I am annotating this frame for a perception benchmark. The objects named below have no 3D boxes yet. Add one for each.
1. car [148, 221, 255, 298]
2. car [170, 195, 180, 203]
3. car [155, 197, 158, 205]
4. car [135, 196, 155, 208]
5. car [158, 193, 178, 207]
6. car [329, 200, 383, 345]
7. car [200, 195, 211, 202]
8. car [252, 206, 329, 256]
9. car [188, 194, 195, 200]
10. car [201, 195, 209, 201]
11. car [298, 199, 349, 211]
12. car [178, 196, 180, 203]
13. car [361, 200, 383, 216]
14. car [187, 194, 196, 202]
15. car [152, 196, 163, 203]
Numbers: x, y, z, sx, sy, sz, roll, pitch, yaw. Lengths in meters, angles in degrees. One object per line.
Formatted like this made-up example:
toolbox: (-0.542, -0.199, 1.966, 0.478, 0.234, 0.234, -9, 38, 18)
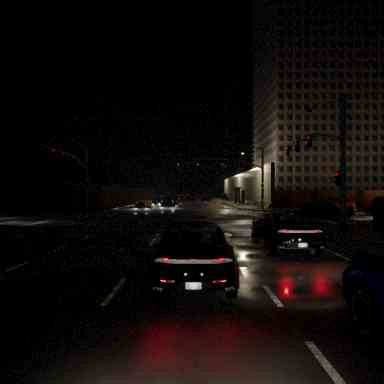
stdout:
car: (0.046, 1.492, 8.470, 2.128, 1.511, 4.902, 0, 0, 0)
car: (-3.587, 1.478, 71.097, 1.882, 1.535, 5.008, 0, 0, 0)
car: (-7.151, 1.478, 58.566, 1.882, 1.535, 5.008, 0, 0, 0)
car: (-7.151, 1.478, 49.244, 1.882, 1.535, 5.008, 0, 0, 0)
car: (-3.649, 1.352, 51.359, 2.097, 1.767, 4.553, 0, 0, 0)
car: (3.596, 1.221, 3.242, 2.150, 2.045, 5.566, 0, 0, 0)
car: (3.404, 1.524, 78.788, 1.812, 1.442, 4.674, 0, 0, 0)
car: (3.565, 1.492, 13.088, 2.128, 1.511, 4.902, 0, 0, 0)
car: (-0.109, 1.328, 88.994, 1.837, 1.490, 4.892, 0, 0, 0)
car: (3.391, 1.500, 89.093, 1.837, 1.490, 4.892, 0, 0, 0)
car: (11.238, 1.562, 28.514, 4.892, 1.490, 1.837, 0, 0, 0)
car: (-3.637, 1.221, 60.948, 2.150, 2.045, 5.566, 0, 0, 0)
car: (19.374, 1.533, 32.239, 5.008, 1.535, 1.882, 0, 0, 0)
car: (-0.096, 1.347, 78.741, 2.097, 1.767, 4.553, 0, 0, 0)
car: (-7.085, 1.601, 68.729, 1.895, 1.301, 4.718, 0, 0, 0)
